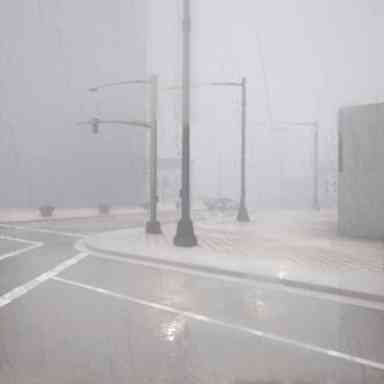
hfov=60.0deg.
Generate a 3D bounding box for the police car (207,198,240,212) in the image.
[{"bbox_3d":[3.622,1.457,38.915,2.038,1.542,4.974,1,0,36],"label":"police car"}]
